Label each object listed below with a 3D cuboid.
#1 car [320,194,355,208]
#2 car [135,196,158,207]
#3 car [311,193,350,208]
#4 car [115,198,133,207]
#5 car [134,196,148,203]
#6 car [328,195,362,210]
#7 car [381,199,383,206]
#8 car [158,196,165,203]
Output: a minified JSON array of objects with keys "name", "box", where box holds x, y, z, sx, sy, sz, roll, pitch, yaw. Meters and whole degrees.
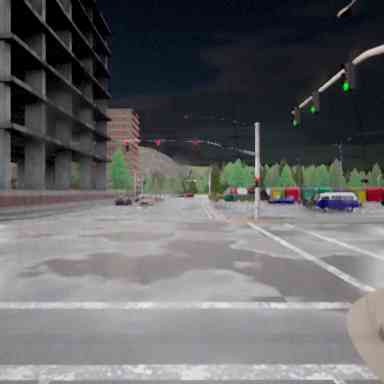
[{"name":"car","box":[21.849,1.439,49.829,3.905,1.438,1.784,0,0,1]},{"name":"car","box":[-7.038,1.372,52.020,2.097,1.767,4.553,0,0,1]},{"name":"car","box":[21.836,1.230,52.513,4.605,1.855,1.932,0,0,1]},{"name":"car","box":[-10.542,1.567,51.788,2.033,1.411,5.357,0,0,1]},{"name":"car","box":[-10.342,1.524,67.584,2.033,1.411,5.357,0,0,0]},{"name":"car","box":[21.808,1.470,46.934,3.806,1.475,1.970,0,0,1]},{"name":"car","box":[37.078,1.444,60.748,3.905,1.438,1.784,0,0,1]},{"name":"car","box":[-6.831,1.541,69.167,1.895,1.301,4.718,0,0,0]}]
